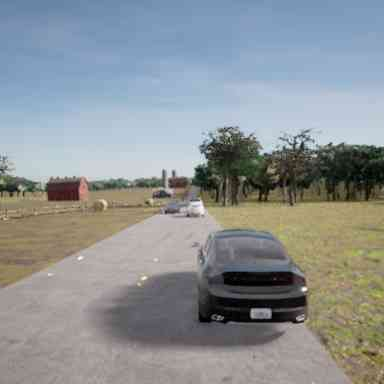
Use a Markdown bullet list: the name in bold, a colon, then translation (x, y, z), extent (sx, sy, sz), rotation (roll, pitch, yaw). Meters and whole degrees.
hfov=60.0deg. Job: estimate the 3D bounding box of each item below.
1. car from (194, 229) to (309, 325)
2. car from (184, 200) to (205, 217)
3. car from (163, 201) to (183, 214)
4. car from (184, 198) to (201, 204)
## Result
- **car**: translation (1.036, 1.571, 7.327), extent (1.837, 1.490, 4.892), rotation (0, -1, 0)
- **car**: translation (0.389, 1.946, 36.324), extent (1.812, 1.442, 4.674), rotation (0, -1, 1)
- **car**: translation (-2.487, 2.034, 42.205), extent (1.837, 1.490, 4.892), rotation (0, -1, 0)
- **car**: translation (0.425, 1.830, 46.629), extent (2.150, 2.045, 5.566), rotation (0, -1, 1)
